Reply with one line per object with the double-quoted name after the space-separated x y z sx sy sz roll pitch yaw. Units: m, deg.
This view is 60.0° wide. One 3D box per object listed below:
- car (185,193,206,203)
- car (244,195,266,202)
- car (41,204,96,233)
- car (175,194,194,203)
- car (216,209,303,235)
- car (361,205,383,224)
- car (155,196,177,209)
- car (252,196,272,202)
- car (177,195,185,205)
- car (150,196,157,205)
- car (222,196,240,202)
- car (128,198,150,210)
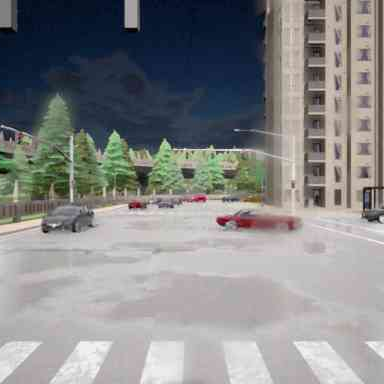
1.016 1.224 69.387 2.150 2.045 5.566 0 0 30 "car"
13.580 1.478 73.354 5.008 1.535 1.882 0 0 -37 "car"
-7.091 1.509 19.496 1.837 1.490 4.892 0 0 0 "car"
-1.601 1.355 71.798 2.097 1.767 4.553 0 0 30 "car"
3.860 1.637 19.132 4.718 1.301 1.895 0 0 29 "car"
15.375 1.560 25.037 4.892 1.490 1.837 0 0 0 "car"
-3.492 1.564 45.919 1.994 1.385 4.181 0 0 1 "car"
16.667 1.552 79.402 4.181 1.385 1.994 0 0 -24 "car"
-2.935 1.564 56.844 1.994 1.385 4.181 0 0 8 "car"
-6.408 1.487 57.192 2.128 1.511 4.902 0 1 8 "car"
8.568 1.524 73.545 4.674 1.442 1.812 0 0 -42 "car"
-7.041 1.601 43.431 1.895 1.301 4.718 0 0 1 "car"
